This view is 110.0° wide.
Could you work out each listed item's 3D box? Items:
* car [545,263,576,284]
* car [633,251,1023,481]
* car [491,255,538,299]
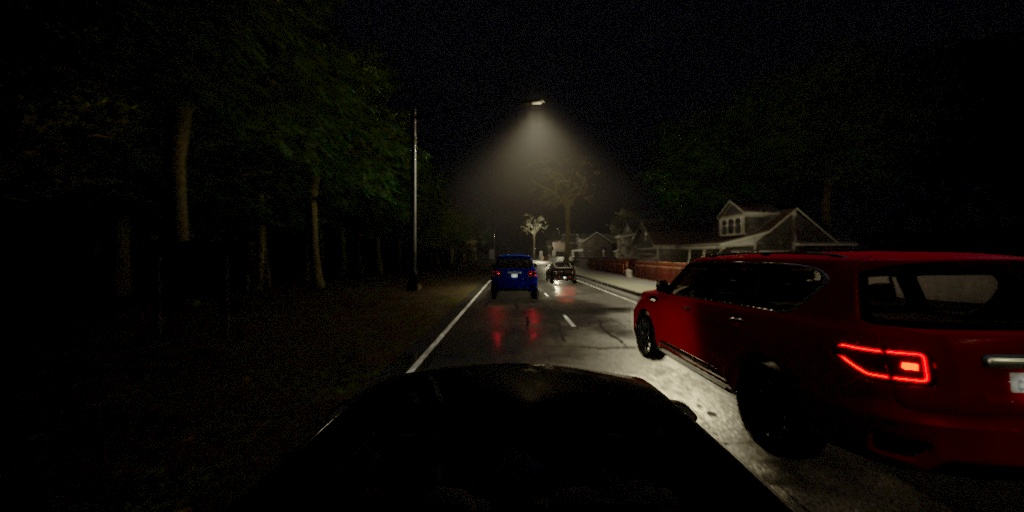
[{"bbox_3d":[3.614,1.230,26.958,1.837,1.490,4.892,0,0,0],"label":"car"},{"bbox_3d":[3.603,0.969,5.168,2.150,2.045,5.566,0,0,0],"label":"car"},{"bbox_3d":[0.107,0.955,18.262,2.150,2.045,5.566,0,0,0],"label":"car"}]
